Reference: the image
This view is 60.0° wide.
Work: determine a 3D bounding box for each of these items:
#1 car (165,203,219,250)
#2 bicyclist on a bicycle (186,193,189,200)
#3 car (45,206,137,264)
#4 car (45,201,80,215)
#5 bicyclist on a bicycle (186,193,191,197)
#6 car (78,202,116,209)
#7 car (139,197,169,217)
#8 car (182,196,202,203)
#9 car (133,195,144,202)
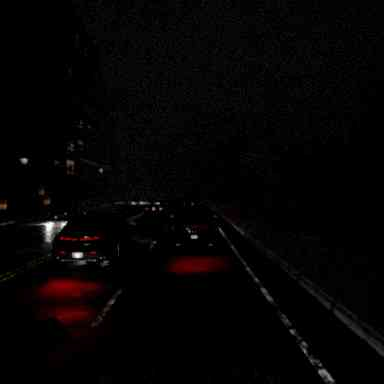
[{"bbox_3d":[0.085,1.433,14.227,1.882,1.535,5.008,0,0,0],"label":"car"},{"bbox_3d":[-1.124,1.117,80.936,0.659,1.776,1.843,0,0,-4],"label":"bicyclist on a bicycle"},{"bbox_3d":[-3.167,1.470,11.641,1.837,1.490,4.892,0,1,0],"label":"car"},{"bbox_3d":[-9.874,1.466,26.767,2.033,1.411,5.357,0,0,0],"label":"car"},{"bbox_3d":[-0.501,1.218,71.884,0.866,1.612,1.509,0,0,-4],"label":"bicyclist on a bicycle"},{"bbox_3d":[-6.622,1.525,24.899,1.895,1.301,4.718,0,0,0],"label":"car"},{"bbox_3d":[-3.184,1.457,30.065,2.033,1.411,5.357,0,0,0],"label":"car"},{"bbox_3d":[0.024,1.247,35.026,2.097,1.767,4.553,0,0,-1],"label":"car"},{"bbox_3d":[-10.921,1.275,67.866,1.882,1.535,5.008,0,0,-3],"label":"car"}]
